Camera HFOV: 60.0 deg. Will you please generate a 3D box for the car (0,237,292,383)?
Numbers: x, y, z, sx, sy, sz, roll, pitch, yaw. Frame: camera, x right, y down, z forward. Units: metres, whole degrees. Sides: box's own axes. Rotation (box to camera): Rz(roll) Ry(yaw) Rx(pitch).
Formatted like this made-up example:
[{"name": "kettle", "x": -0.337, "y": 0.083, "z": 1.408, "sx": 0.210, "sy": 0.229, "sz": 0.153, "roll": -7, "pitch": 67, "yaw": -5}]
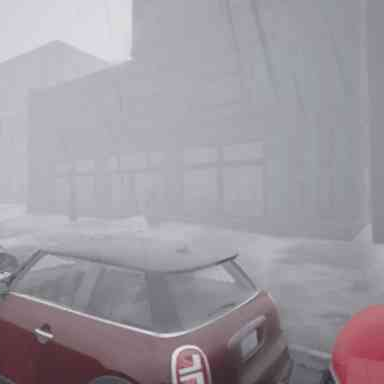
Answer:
[{"name": "car", "x": -1.223, "y": 1.368, "z": 4.187, "sx": 4.553, "sy": 1.767, "sz": 2.185, "roll": 0, "pitch": 0, "yaw": 35}]
